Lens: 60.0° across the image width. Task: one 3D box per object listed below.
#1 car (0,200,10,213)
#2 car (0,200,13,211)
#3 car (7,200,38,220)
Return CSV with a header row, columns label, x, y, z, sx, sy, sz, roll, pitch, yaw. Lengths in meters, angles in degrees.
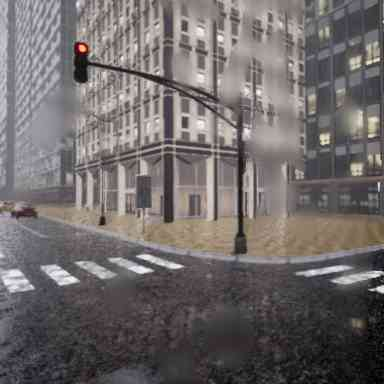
label,x,y,z,sx,sy,sz,roll,pitch,yaw
car,-21.141,1.622,38.174,1.752,1.417,4.829,2,-1,-35
car,-24.284,1.669,42.573,1.947,1.339,4.313,2,-1,-35
car,-14.561,1.665,28.956,1.802,1.307,4.206,2,-1,-35
